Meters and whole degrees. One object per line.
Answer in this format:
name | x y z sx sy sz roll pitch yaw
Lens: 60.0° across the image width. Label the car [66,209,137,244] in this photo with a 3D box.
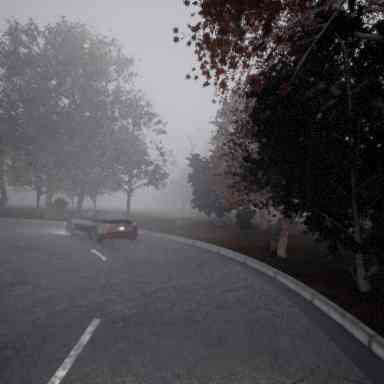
car | -4.382 1.514 15.890 1.994 1.385 4.181 2 0 -42
